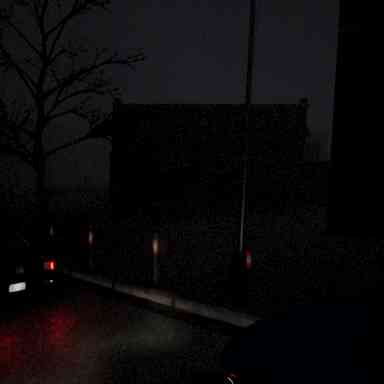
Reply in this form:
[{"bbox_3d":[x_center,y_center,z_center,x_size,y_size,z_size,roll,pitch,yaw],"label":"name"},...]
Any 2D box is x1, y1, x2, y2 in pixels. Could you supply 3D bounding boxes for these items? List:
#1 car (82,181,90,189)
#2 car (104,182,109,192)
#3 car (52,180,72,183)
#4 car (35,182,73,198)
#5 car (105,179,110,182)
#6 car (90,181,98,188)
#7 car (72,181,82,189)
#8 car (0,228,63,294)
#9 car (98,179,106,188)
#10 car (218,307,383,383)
[{"bbox_3d":[-24.837,-1.486,70.748,4.674,1.452,2.002,3,3,20],"label":"car"},{"bbox_3d":[-14.267,-0.669,63.327,1.994,1.385,4.181,3,3,21],"label":"car"},{"bbox_3d":[-26.715,-1.513,65.556,4.553,1.767,2.185,3,2,20],"label":"car"},{"bbox_3d":[-17.609,-0.057,42.065,1.882,1.535,5.008,3,2,11],"label":"car"},{"bbox_3d":[-21.032,-2.077,81.092,5.566,2.045,2.435,3,3,20],"label":"car"},{"bbox_3d":[-23.848,-1.721,73.317,4.553,1.767,2.185,3,3,20],"label":"car"},{"bbox_3d":[-25.798,-1.456,68.165,5.008,1.535,2.097,3,2,20],"label":"car"},{"bbox_3d":[-5.100,1.514,7.844,4.718,1.301,1.895,1,1,39],"label":"car"},{"bbox_3d":[-22.932,-1.670,75.926,4.892,1.521,2.231,3,3,20],"label":"car"},{"bbox_3d":[2.500,1.477,2.017,5.008,1.535,1.882,0,0,35],"label":"car"}]
